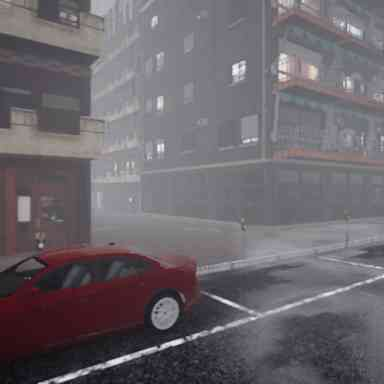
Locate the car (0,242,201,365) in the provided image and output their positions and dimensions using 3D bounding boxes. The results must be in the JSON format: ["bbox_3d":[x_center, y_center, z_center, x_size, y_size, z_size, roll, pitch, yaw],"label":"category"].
[{"bbox_3d":[-1.951,1.537,5.165,4.507,1.381,1.887,0,0,-36],"label":"car"}]
